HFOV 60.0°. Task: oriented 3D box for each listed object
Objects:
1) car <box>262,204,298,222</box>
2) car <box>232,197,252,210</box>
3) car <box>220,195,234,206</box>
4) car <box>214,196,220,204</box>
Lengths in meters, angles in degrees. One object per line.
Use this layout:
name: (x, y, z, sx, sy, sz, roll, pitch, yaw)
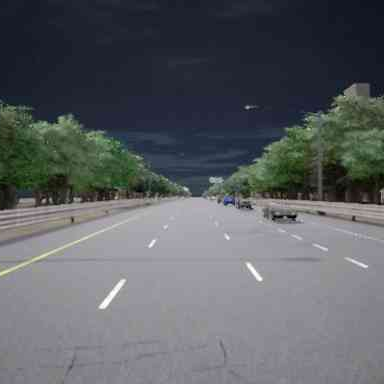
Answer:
car: (7.037, 1.657, 27.222, 1.895, 1.301, 4.718, 0, 0, 0)
car: (7.111, 1.708, 46.242, 1.837, 1.490, 4.892, 0, -1, 0)
car: (7.227, 1.666, 65.515, 2.150, 2.045, 5.566, 0, -1, 0)
car: (7.364, 1.897, 82.593, 2.150, 2.045, 5.566, 0, -1, 1)
